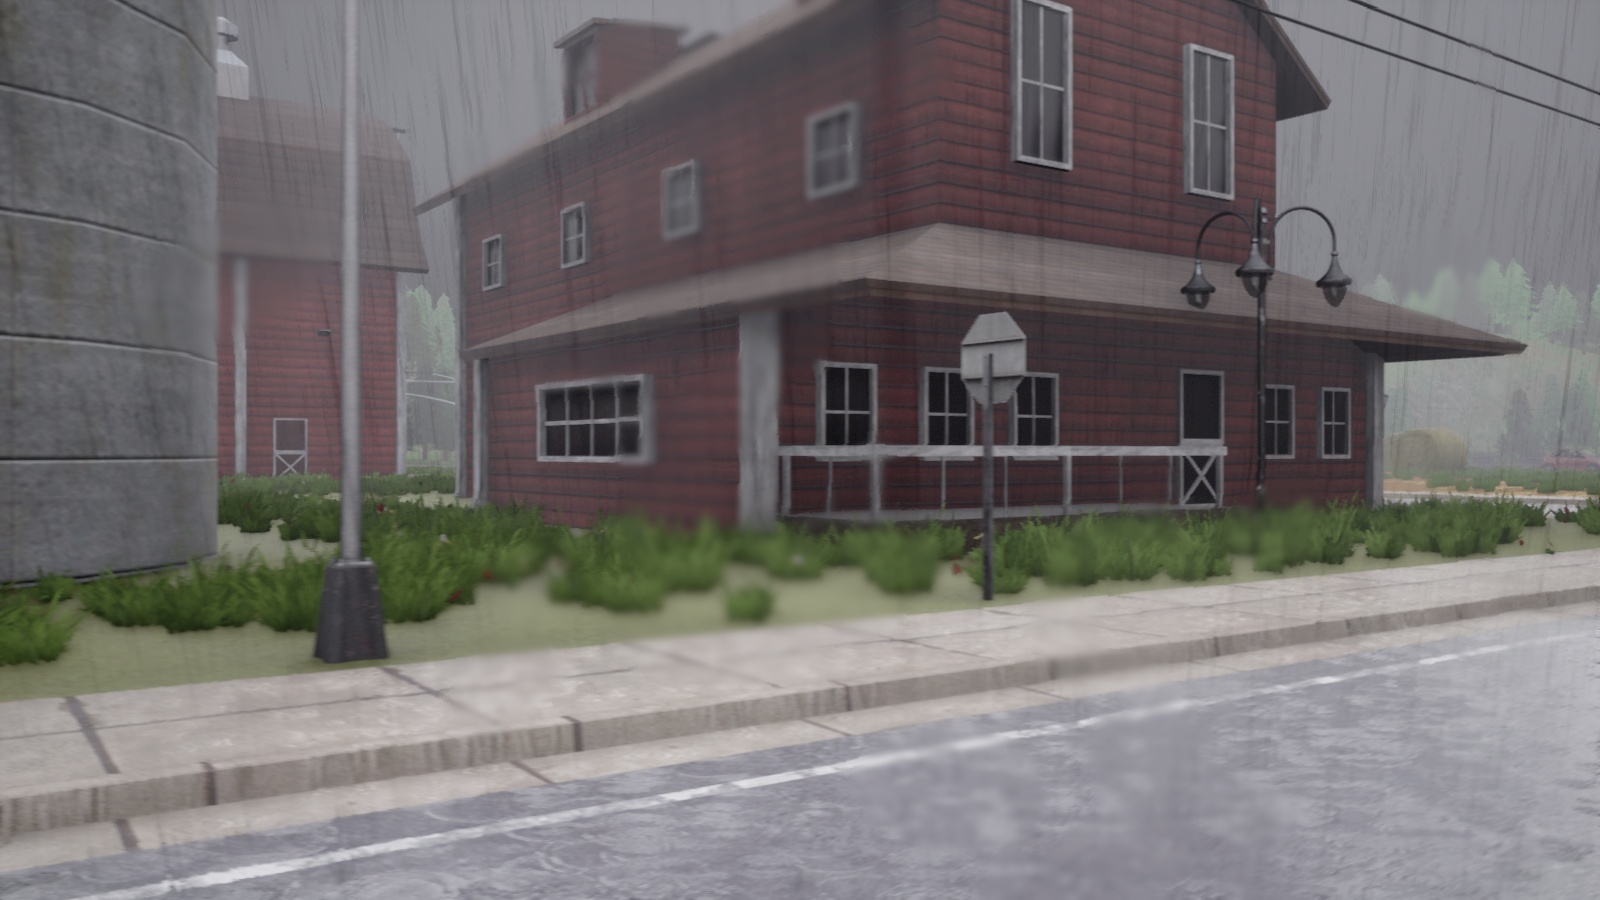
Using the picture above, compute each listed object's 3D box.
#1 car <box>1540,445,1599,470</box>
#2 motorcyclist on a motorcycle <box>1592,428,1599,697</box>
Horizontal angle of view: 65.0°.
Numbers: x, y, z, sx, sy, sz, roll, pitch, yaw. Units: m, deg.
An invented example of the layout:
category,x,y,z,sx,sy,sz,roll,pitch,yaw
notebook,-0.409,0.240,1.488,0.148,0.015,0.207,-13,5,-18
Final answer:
category,x,y,z,sx,sy,sz,roll,pitch,yaw
car,50.637,0.487,81.562,1.851,1.617,3.988,0,0,-32
motorcyclist on a motorcycle,5.705,0.682,7.630,1.817,1.590,0.866,1,-1,-35
